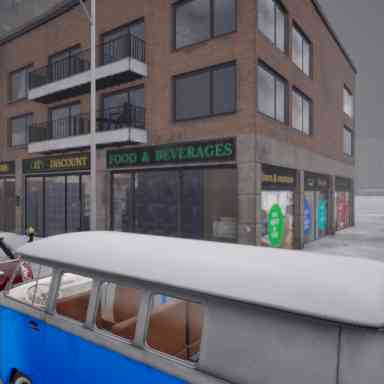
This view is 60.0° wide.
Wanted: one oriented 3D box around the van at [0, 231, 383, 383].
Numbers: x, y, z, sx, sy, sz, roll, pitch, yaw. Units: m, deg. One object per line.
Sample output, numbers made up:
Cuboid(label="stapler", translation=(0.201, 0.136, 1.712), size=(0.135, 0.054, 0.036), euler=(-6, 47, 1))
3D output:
Cuboid(label="van", translation=(-0.190, 1.341, 2.980), size=(3.998, 1.788, 1.690), euler=(0, 0, 35))
